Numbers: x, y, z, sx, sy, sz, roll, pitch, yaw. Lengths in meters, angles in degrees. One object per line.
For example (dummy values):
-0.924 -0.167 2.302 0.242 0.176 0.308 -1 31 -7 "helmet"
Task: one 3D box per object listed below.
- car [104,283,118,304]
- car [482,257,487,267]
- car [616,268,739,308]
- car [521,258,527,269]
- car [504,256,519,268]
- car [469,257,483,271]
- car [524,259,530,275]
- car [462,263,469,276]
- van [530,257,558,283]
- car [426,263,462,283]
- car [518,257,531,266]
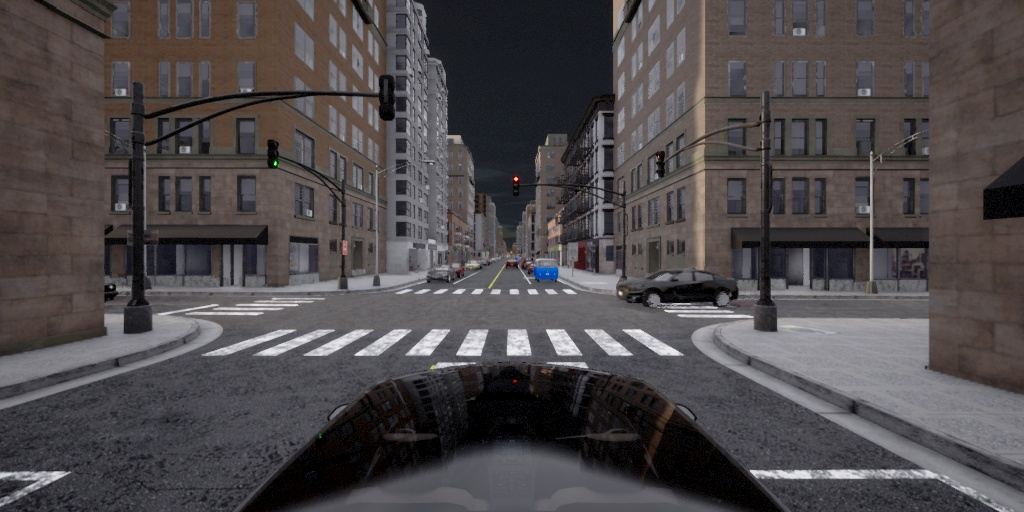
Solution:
-17.227 1.253 12.719 4.718 1.301 1.895 0 0 -2 "car"
-5.504 1.299 56.304 1.948 1.339 4.313 0 0 0 "car"
6.879 1.275 15.062 5.008 1.535 1.882 1 0 -10 "car"
2.533 1.320 50.645 1.802 1.307 4.207 0 0 0 "car"
-0.020 1.209 58.295 1.882 1.535 5.008 0 0 0 "car"
-5.492 1.263 50.452 1.751 1.417 4.829 0 0 0 "car"
2.557 1.325 39.282 1.802 1.307 4.207 0 0 0 "car"
-5.456 1.289 33.575 1.888 1.381 4.507 0 0 0 "car"
2.581 1.086 27.919 1.690 1.789 3.998 0 0 0 "van"
-5.444 1.296 27.894 2.007 1.370 4.403 0 0 0 "car"
2.521 1.048 56.327 2.192 1.841 5.009 0 0 0 "car"
